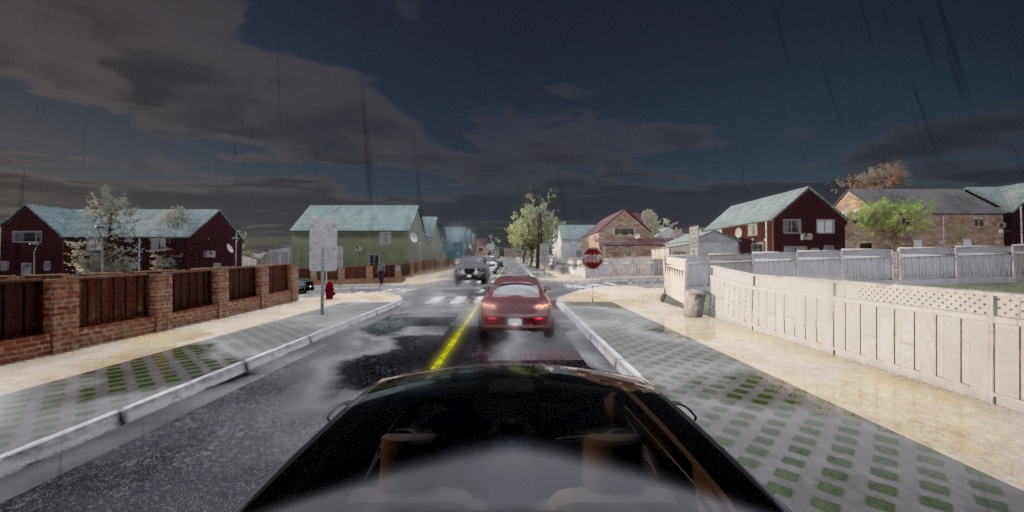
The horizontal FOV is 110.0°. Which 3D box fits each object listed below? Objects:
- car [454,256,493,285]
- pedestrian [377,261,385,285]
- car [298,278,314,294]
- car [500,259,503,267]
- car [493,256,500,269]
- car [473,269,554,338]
[{"bbox_3d":[-2.842,0.982,26.492,2.150,2.045,5.566,0,0,0],"label":"car"},{"bbox_3d":[-9.680,1.212,26.548,0.375,1.860,0.375,0,0,0],"label":"pedestrian"},{"bbox_3d":[-14.078,1.576,20.678,4.892,1.490,1.837,-2,-1,-1],"label":"car"},{"bbox_3d":[-2.807,1.238,53.233,2.128,1.511,4.902,0,0,0],"label":"car"},{"bbox_3d":[-2.824,0.976,40.346,2.150,2.045,5.566,0,0,0],"label":"car"},{"bbox_3d":[0.138,1.278,10.123,1.812,1.442,4.674,0,0,2],"label":"car"}]
